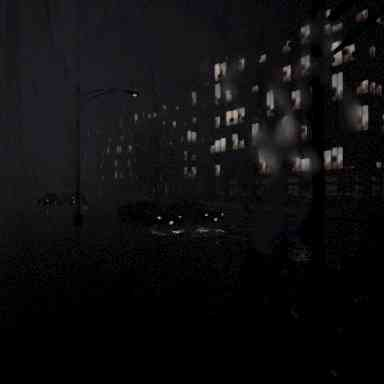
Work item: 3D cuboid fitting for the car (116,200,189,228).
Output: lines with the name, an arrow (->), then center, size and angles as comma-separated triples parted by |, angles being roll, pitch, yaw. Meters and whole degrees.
car -> -2.759, 1.233, 20.205 | 2.033, 1.411, 5.357 | 0, 1, -38

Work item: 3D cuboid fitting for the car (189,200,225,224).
car -> -0.198, 1.228, 22.205 | 2.033, 1.411, 5.357 | 0, 1, -38

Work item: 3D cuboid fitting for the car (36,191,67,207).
car -> -15.729, 0.827, 36.737 | 1.812, 1.442, 4.674 | 0, 1, -38

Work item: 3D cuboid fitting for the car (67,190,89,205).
car -> -13.939, 0.625, 39.734 | 2.097, 1.767, 4.553 | 0, 1, -38
